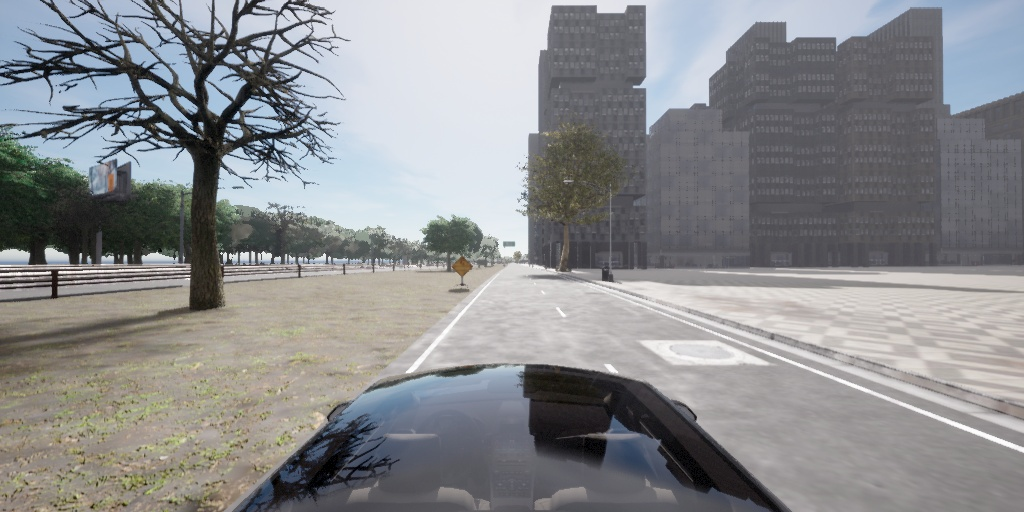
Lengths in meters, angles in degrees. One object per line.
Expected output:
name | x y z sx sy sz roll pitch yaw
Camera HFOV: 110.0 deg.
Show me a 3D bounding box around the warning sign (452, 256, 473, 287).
warning sign | -3.049 0.932 21.993 1.300 1.860 1.060 0 0 0
